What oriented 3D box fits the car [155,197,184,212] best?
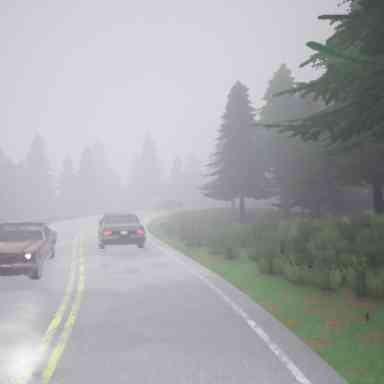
[{"bbox_3d":[-2.415,1.352,37.317,2.128,1.511,4.902,-3,-1,22],"label":"car"}]

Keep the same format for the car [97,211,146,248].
[{"bbox_3d":[-3.230,1.576,14.914,2.033,1.411,5.357,1,0,-16],"label":"car"}]

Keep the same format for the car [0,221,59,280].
[{"bbox_3d":[-5.168,1.592,9.779,1.895,1.301,4.718,1,0,-16],"label":"car"}]
